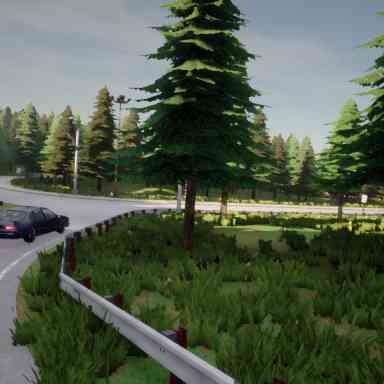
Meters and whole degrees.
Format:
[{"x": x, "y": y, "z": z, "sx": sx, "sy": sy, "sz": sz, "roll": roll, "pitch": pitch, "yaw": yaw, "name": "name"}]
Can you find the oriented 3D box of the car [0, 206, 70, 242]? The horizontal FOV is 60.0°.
[{"x": -7.599, "y": 1.372, "z": 15.551, "sx": 2.033, "sy": 1.411, "sz": 5.357, "roll": 4, "pitch": 1, "yaw": 3, "name": "car"}]
